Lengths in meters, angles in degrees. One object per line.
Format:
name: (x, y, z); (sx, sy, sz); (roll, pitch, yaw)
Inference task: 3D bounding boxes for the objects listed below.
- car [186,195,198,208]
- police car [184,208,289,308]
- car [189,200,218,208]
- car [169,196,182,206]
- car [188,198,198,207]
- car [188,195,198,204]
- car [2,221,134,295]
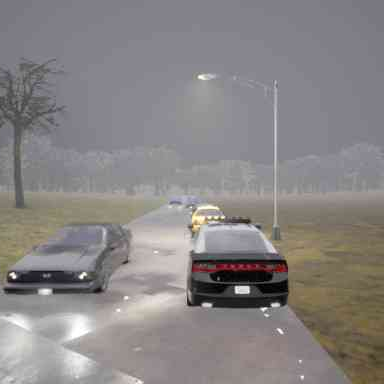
car: (0.140, 1.466, 45.845); (2.033, 1.411, 5.357); (0, 0, 1)
police car: (0.843, 1.420, 8.117); (1.930, 1.638, 5.238); (0, 0, 0)
car: (0.867, 1.439, 18.197); (1.801, 1.575, 5.366); (0, 0, 0)
car: (-2.629, 1.369, 53.294); (1.882, 1.535, 5.008); (0, 0, 0)
car: (0.880, 1.453, 24.008); (1.882, 1.535, 5.008); (0, 0, 0)
car: (0.144, 1.373, 63.165); (1.812, 1.442, 4.674); (0, 0, 0)
car: (-2.830, 1.542, 9.078); (2.033, 1.411, 5.357); (0, 0, 0)
